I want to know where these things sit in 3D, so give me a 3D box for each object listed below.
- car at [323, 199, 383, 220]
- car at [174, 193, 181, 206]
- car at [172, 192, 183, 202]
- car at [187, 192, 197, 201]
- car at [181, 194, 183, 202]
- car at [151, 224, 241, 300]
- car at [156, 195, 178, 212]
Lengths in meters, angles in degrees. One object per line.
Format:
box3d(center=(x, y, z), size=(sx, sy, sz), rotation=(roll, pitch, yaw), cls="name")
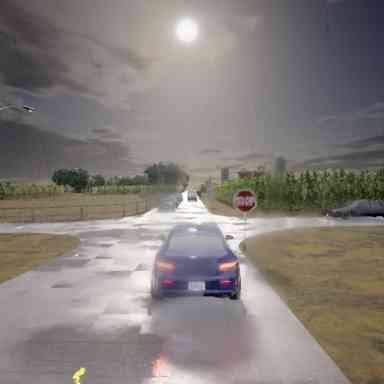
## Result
box3d(center=(12.617, 1.257, 24.573), size=(5.357, 1.411, 2.033), rotation=(-1, 0, -2), cls="car")
box3d(center=(-2.871, 1.288, 46.618), size=(1.882, 1.535, 5.008), rotation=(0, 0, 0), cls="car")
box3d(center=(-2.822, 0.978, 66.035), size=(2.097, 1.767, 4.553), rotation=(0, 1, 0), cls="car")
box3d(center=(0.064, 1.212, 67.319), size=(1.895, 1.301, 4.718), rotation=(0, 1, 0), cls="car")
box3d(center=(-2.862, 1.328, 56.234), size=(1.895, 1.301, 4.718), rotation=(0, 1, 0), cls="car")
box3d(center=(0.087, 1.525, 8.268), size=(1.812, 1.442, 4.674), rotation=(0, 0, 0), cls="car")
box3d(center=(-2.792, 1.390, 36.757), size=(1.837, 1.490, 4.892), rotation=(0, 0, -2), cls="car")
